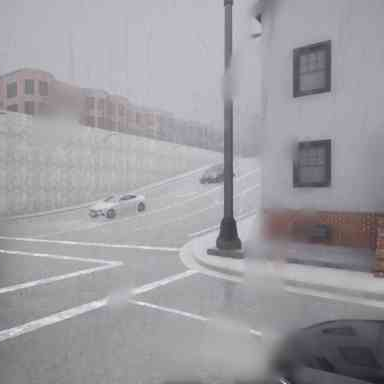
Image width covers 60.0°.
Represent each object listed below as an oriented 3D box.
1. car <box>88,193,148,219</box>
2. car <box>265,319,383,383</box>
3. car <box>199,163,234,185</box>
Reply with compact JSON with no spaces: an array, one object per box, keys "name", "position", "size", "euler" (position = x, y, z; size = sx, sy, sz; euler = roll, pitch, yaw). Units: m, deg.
[{"name":"car","position":[-5.096,0.864,23.324],"size":[1.812,1.442,4.674],"euler":[0,7,35]},{"name":"car","position":[2.752,1.526,2.008],"size":[4.674,1.442,1.812],"euler":[0,0,36]},{"name":"car","position":[2.491,-1.958,34.191],"size":[2.097,1.767,4.553],"euler":[-1,13,32]}]
